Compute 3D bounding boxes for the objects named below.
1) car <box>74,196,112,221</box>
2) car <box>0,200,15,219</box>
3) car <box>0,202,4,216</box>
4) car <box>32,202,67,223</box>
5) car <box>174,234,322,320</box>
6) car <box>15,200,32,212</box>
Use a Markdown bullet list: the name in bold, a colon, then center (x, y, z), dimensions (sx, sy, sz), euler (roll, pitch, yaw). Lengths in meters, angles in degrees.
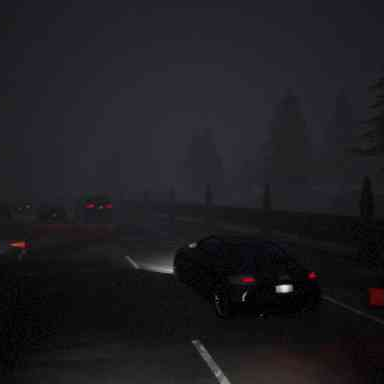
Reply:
- **car**: center (-8.598, 1.325, 28.784), dimensions (2.150, 2.045, 5.566), euler (1, -1, -30)
- **car**: center (-16.673, 1.452, 28.508), dimensions (1.882, 1.535, 5.008), euler (1, -1, -33)
- **car**: center (-7.140, 1.321, 9.629), dimensions (2.097, 1.767, 4.553), euler (1, 0, -21)
- **car**: center (-11.062, 1.519, 25.988), dimensions (1.882, 1.535, 5.008), euler (1, 0, -30)
- **car**: center (0.964, 1.643, 7.651), dimensions (1.994, 1.385, 4.181), euler (1, -1, -18)
- **car**: center (-19.312, 1.578, 38.212), dimensions (1.994, 1.385, 4.181), euler (1, -1, -38)
